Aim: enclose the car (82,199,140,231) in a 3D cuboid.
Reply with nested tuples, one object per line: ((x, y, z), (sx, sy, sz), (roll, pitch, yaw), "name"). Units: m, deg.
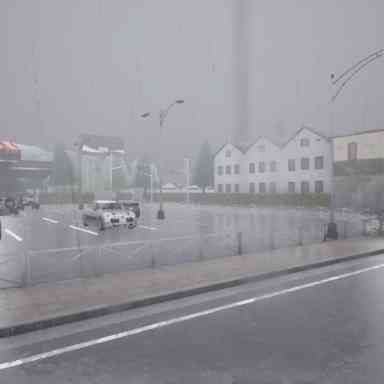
((-4.608, 1.247, 18.379), (1.970, 1.475, 3.806), (0, 0, -36), "car")

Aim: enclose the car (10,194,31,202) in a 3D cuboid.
((-38.133, 1.328, 73.804), (3.866, 1.878, 1.905), (0, 0, -36), "car")

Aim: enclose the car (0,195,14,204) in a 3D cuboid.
((-38.377, 1.495, 66.676), (4.611, 1.667, 2.242), (0, 0, -36), "car")

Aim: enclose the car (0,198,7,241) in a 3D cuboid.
((-9.645, 1.169, 14.389), (2.152, 1.636, 5.027), (0, 0, -36), "car")

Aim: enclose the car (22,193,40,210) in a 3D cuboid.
((-19.077, 1.092, 38.678), (1.905, 1.878, 3.866), (0, 0, -36), "car")

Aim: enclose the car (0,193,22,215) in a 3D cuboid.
((-17.184, 1.112, 30.364), (1.932, 1.855, 4.605), (0, 0, -36), "car")

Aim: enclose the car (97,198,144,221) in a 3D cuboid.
((-5.720, 1.313, 26.245), (2.007, 1.523, 4.514), (0, 0, -36), "car")
